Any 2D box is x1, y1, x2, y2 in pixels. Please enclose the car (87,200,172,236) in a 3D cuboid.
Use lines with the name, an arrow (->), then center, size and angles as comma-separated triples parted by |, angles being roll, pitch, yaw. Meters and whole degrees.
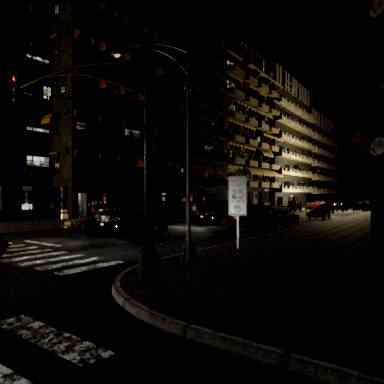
car -> -3.543, 1.541, 21.224 | 2.150, 2.045, 5.566 | 0, -1, 35

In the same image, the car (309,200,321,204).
car -> 23.062, 2.771, 63.892 | 1.887, 1.381, 4.507 | -1, -2, 35

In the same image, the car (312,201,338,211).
car -> 19.421, 2.456, 48.536 | 1.837, 1.490, 4.892 | 0, -1, 35

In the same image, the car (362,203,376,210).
car -> 36.424, 2.971, 68.451 | 1.947, 1.339, 4.313 | -1, -2, 35

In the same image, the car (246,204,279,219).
car -> 8.094, 2.191, 37.874 | 1.837, 1.490, 4.892 | 0, -1, 35

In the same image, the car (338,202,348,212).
car -> 25.302, 2.626, 56.973 | 2.128, 1.511, 4.902 | 0, -1, 35

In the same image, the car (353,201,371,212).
car -> 29.939, 2.522, 59.169 | 2.192, 1.841, 5.009 | -1, -2, 35

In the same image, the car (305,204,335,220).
car -> 13.735, 2.284, 35.941 | 1.802, 1.307, 4.206 | -1, -2, 35

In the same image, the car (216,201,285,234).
car -> 4.010, 1.711, 22.016 | 2.192, 1.841, 5.009 | -1, -2, 35

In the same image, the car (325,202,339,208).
car -> 32.786, 3.067, 77.824 | 1.887, 1.381, 4.507 | -1, -2, 35

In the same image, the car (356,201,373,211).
car -> 33.181, 2.622, 63.814 | 2.192, 1.841, 5.009 | -1, -2, 35

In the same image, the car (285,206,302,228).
car -> 7.253, 2.043, 26.654 | 1.887, 1.381, 4.507 | -1, -2, 35

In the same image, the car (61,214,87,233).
car -> -6.208, 1.834, 21.952 | 1.752, 1.417, 4.829 | -1, -2, 35

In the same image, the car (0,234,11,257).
car -> -8.426, 1.702, 10.521 | 4.718, 1.301, 1.895 | 1, -1, -28

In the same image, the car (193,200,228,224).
car -> 2.367, 1.728, 29.693 | 2.150, 2.045, 5.566 | 0, -1, 34

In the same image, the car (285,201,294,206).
car -> 13.240, 2.446, 49.819 | 1.752, 1.417, 4.829 | -1, -2, 35

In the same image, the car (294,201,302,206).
car -> 16.578, 2.340, 54.608 | 2.192, 1.841, 5.009 | -1, -2, 35

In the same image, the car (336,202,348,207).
car -> 39.270, 3.282, 87.114 | 1.947, 1.339, 4.313 | -1, -2, 35
